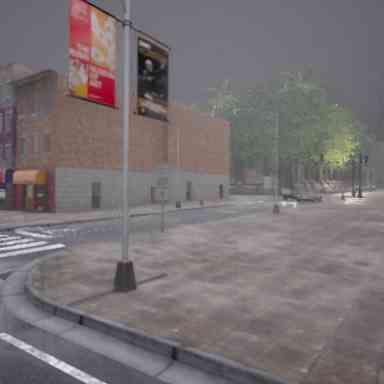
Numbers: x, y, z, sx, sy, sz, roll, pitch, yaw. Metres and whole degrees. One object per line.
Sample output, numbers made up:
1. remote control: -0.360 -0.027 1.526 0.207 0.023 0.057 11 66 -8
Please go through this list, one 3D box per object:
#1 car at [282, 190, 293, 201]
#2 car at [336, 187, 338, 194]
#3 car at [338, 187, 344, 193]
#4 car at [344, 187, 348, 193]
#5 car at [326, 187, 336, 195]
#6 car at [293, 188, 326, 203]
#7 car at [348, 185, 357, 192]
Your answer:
1. car: 13.453 0.465 43.539 1.895 1.301 4.718 1 2 36
2. car: 27.729 -0.274 67.963 1.752 1.417 4.829 2 3 35
3. car: 30.769 -0.360 72.133 2.008 1.369 4.403 3 3 35
4. car: 33.935 -0.462 76.568 1.947 1.339 4.313 2 3 35
5. car: 26.601 -0.205 66.343 2.008 1.369 4.403 2 3 35
6. car: 13.991 0.530 39.570 1.994 1.385 4.181 1 2 37
7. car: 40.268 -0.672 85.438 1.802 1.307 4.206 2 3 35
